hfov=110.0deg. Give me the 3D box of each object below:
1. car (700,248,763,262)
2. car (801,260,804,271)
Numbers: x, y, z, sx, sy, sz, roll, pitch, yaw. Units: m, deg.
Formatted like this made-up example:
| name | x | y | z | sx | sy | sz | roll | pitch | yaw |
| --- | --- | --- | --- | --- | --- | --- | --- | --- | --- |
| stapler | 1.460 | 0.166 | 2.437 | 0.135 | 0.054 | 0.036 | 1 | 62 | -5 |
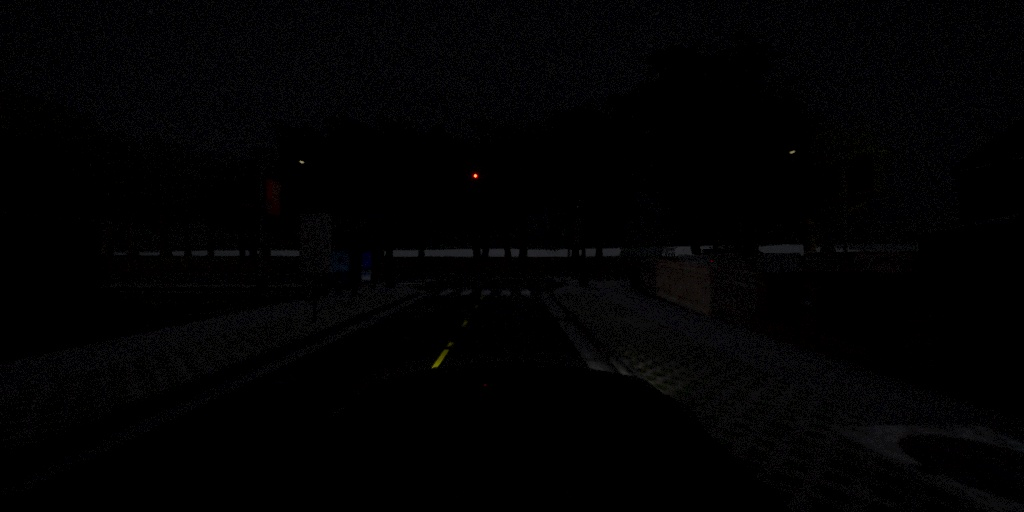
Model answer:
| name | x | y | z | sx | sy | sz | roll | pitch | yaw |
| --- | --- | --- | --- | --- | --- | --- | --- | --- | --- |
| car | 15.787 | 0.486 | 24.529 | 5.566 | 2.045 | 2.150 | -1 | -1 | 0 |
| car | 28.533 | 0.732 | 34.349 | 5.357 | 1.411 | 2.033 | -1 | -1 | 0 |
